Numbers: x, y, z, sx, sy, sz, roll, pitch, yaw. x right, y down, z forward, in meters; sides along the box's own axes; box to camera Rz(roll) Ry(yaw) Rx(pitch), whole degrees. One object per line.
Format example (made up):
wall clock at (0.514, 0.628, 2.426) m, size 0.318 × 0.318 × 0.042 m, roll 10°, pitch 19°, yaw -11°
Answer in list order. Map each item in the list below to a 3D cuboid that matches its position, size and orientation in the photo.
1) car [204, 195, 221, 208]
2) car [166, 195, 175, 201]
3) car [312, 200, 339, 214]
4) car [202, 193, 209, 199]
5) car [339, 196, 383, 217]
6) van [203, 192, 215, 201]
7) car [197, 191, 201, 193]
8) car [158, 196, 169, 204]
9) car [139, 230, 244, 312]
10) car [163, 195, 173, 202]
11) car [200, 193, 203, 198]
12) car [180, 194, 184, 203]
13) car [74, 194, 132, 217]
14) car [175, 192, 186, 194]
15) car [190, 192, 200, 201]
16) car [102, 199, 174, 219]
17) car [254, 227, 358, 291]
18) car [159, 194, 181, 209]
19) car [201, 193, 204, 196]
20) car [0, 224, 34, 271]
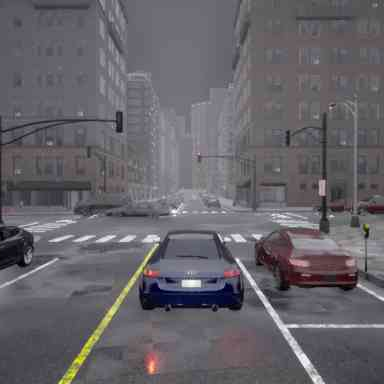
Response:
car at (3.034, 1.508, 45.929) m, size 1.802 × 1.307 × 4.206 m, roll 0°, pitch 0°, yaw 0°
car at (-5.203, 1.349, 79.322) m, size 1.802 × 1.307 × 4.206 m, roll 0°, pitch 0°, yaw 0°
car at (13.831, 1.353, 31.219) m, size 4.718 × 1.301 × 1.895 m, roll -1°, pitch 0°, yaw 0°
car at (3.816, 1.144, 93.078) m, size 1.882 × 1.535 × 5.008 m, roll 0°, pitch 0°, yaw 0°
car at (15.296, 1.100, 27.962) m, size 4.553 × 1.767 × 2.097 m, roll -1°, pitch 0°, yaw 0°
van at (3.081, 1.250, 51.480) m, size 1.690 × 1.788 × 3.998 m, roll 0°, pitch 0°, yaw 0°
car at (0.601, 1.088, 84.368) m, size 2.128 × 1.511 × 4.902 m, roll 0°, pitch 0°, yaw 0°
car at (-5.349, 1.453, 62.664) m, size 1.802 × 1.307 × 4.206 m, roll 0°, pitch 0°, yaw 0°
car at (0.002, 1.562, 7.799) m, size 1.994 × 1.385 × 4.181 m, roll 0°, pitch 0°, yaw 0°
car at (-5.251, 1.357, 73.770) m, size 2.008 × 1.369 × 4.403 m, roll 0°, pitch 0°, yaw 0°
car at (3.274, 1.389, 73.694) m, size 1.802 × 1.307 × 4.206 m, roll 0°, pitch 0°, yaw 0°
car at (-2.753, 1.427, 53.808) m, size 1.812 × 1.442 × 4.674 m, roll 0°, pitch 0°, yaw 0°
car at (-8.172, 1.238, 31.298) m, size 5.566 × 2.045 × 2.150 m, roll -1°, pitch 0°, yaw 0°
car at (-2.603, 1.349, 65.229) m, size 2.128 × 1.511 × 4.902 m, roll 0°, pitch 0°, yaw 1°
car at (0.516, 1.319, 74.368) m, size 1.812 × 1.442 × 4.674 m, roll 0°, pitch 0°, yaw 0°
car at (-4.457, 1.542, 28.035) m, size 5.357 × 1.411 × 2.033 m, roll 0°, pitch 1°, yaw 0°
car at (2.759, 1.580, 8.720) m, size 1.802 × 1.307 × 4.206 m, roll 0°, pitch 0°, yaw 0°
car at (-2.838, 1.437, 43.904) m, size 1.837 × 1.490 × 4.892 m, roll 0°, pitch 0°, yaw 2°
car at (3.227, 1.425, 68.138) m, size 1.802 × 1.307 × 4.206 m, roll 0°, pitch 0°, yaw 0°
car at (-5.766, 1.564, 8.722) m, size 1.947 × 1.339 × 4.313 m, roll 0°, pitch 0°, yaw 0°
